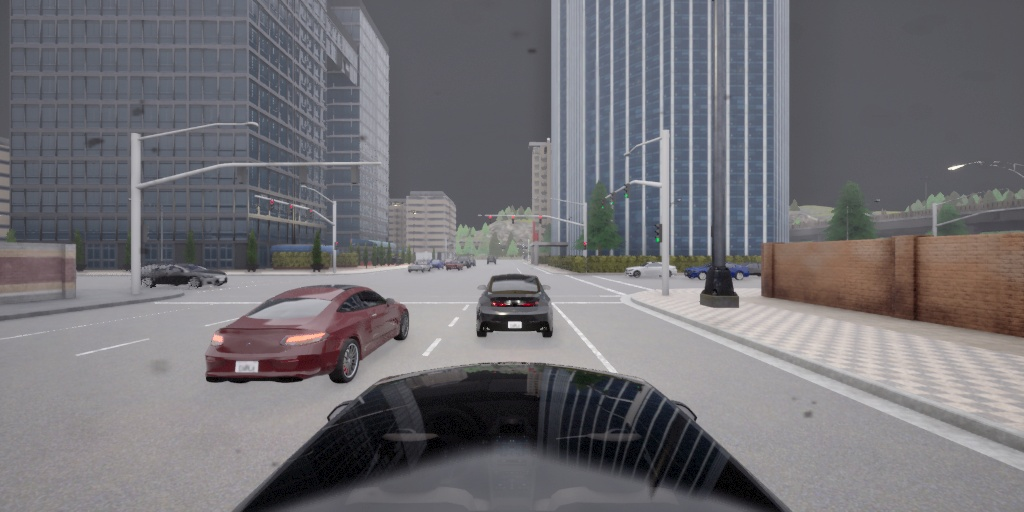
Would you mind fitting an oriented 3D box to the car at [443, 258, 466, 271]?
[{"bbox_3d":[-7.915,1.351,49.646,1.895,1.301,4.718,0,0,-1],"label":"car"}]

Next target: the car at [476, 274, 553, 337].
[{"bbox_3d":[0.063,1.255,10.229,1.837,1.490,4.892,0,0,0],"label":"car"}]

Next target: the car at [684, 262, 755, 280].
[{"bbox_3d":[17.208,1.228,30.276,5.008,1.535,1.882,0,0,-1],"label":"car"}]

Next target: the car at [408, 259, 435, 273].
[{"bbox_3d":[-11.397,1.351,44.439,1.895,1.301,4.718,0,0,1],"label":"car"}]

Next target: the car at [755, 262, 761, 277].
[{"bbox_3d":[22.612,1.297,33.824,5.357,1.411,2.033,0,0,-1],"label":"car"}]

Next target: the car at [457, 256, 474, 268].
[{"bbox_3d":[-8.054,0.971,59.440,2.150,2.045,5.566,0,0,-1],"label":"car"}]

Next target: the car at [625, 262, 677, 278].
[{"bbox_3d":[13.025,1.276,33.719,4.674,1.442,1.812,0,0,1],"label":"car"}]

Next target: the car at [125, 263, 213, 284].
[{"bbox_3d":[-24.952,1.276,26.190,4.674,1.442,1.812,0,0,-1],"label":"car"}]

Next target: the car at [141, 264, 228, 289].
[{"bbox_3d":[-20.695,1.241,22.592,4.902,1.511,2.128,0,0,1],"label":"car"}]

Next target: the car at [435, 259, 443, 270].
[{"bbox_3d":[-11.476,1.227,53.831,1.882,1.535,5.008,0,0,-1],"label":"car"}]

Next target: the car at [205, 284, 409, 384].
[{"bbox_3d":[-3.438,1.276,6.963,1.812,1.442,4.674,0,0,0],"label":"car"}]
